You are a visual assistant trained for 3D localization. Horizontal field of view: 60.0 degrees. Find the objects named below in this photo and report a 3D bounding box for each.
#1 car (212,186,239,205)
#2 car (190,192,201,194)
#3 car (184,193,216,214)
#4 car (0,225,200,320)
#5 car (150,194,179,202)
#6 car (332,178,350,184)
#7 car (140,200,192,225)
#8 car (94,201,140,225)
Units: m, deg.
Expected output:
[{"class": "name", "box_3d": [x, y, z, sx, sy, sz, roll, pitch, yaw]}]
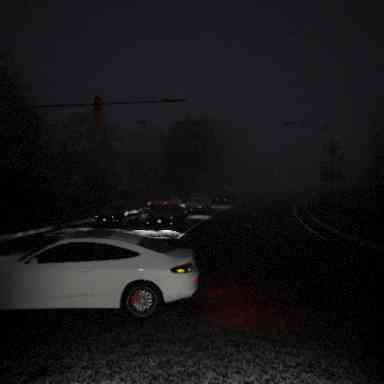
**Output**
[{"class": "car", "box_3d": [3.919, 0.375, 41.671, 2.150, 2.045, 5.566, 0, 3, 21]}, {"class": "car", "box_3d": [0.454, 0.737, 42.408, 1.994, 1.385, 4.181, 0, 3, 20]}, {"class": "car", "box_3d": [0.585, 1.193, 31.107, 1.812, 1.442, 4.674, 0, 2, 16]}, {"class": "car", "box_3d": [-2.191, 1.519, 6.602, 4.674, 1.442, 1.812, 0, 0, -2]}, {"class": "car", "box_3d": [-2.681, 1.001, 32.351, 2.097, 1.767, 4.553, 0, 2, 16]}, {"class": "car", "box_3d": [38.604, -3.014, 86.979, 4.553, 1.767, 2.097, -5, 3, -41]}, {"class": "car", "box_3d": [-1.559, 1.487, 21.368, 1.994, 1.385, 4.181, 0, 1, 10]}, {"class": "car", "box_3d": [-4.881, 1.412, 22.617, 1.837, 1.490, 4.892, 0, 1, 11]}]
